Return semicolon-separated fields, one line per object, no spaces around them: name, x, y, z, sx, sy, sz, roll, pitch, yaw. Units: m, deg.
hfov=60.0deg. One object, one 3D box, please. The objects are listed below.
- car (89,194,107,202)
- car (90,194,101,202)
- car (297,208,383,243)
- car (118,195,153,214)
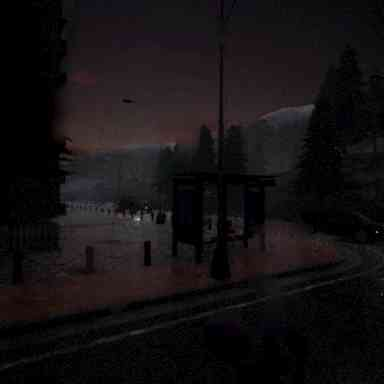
car;-23.232;1.434;82.368;3.866;1.878;1.905;1;0;-36
car;-21.448;1.436;80.554;4.605;1.855;1.932;1;0;-36
car;7.878;1.674;17.407;1.837;1.490;4.892;1;2;-35
car;-6.485;1.344;37.827;2.150;2.045;5.566;1;0;-35
